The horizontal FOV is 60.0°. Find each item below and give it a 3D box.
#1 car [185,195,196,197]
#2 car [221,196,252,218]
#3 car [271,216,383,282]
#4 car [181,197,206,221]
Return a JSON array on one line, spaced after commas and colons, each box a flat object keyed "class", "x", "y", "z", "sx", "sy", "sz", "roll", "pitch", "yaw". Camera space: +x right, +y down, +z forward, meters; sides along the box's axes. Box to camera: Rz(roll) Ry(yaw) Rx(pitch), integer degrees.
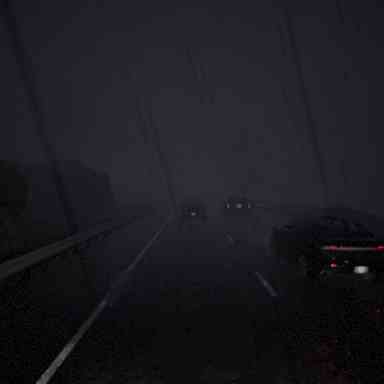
[{"class": "car", "x": -0.175, "y": 1.189, "z": 41.494, "sx": 1.837, "sy": 1.490, "sz": 4.892, "roll": 0, "pitch": 1, "yaw": -2}, {"class": "car", "x": 3.616, "y": 1.140, "z": 27.682, "sx": 2.097, "sy": 1.767, "sz": 4.553, "roll": 0, "pitch": 0, "yaw": 0}, {"class": "car", "x": 3.607, "y": 1.418, "z": 9.505, "sx": 2.128, "sy": 1.511, "sz": 4.902, "roll": 0, "pitch": 0, "yaw": 0}, {"class": "car", "x": 0.109, "y": 1.333, "z": 25.064, "sx": 1.812, "sy": 1.442, "sz": 4.674, "roll": 0, "pitch": 1, "yaw": 0}]
